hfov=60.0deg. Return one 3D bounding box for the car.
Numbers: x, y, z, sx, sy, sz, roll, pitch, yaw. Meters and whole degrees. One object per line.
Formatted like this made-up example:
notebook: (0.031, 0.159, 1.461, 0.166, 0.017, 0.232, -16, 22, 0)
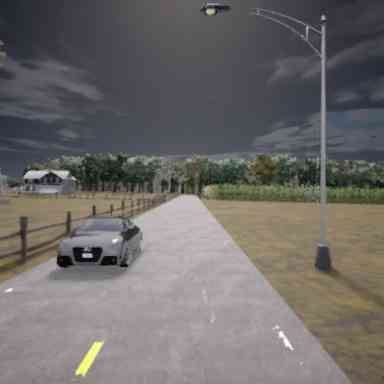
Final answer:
car: (-2.828, 1.523, 11.003, 1.994, 1.385, 4.181, 0, 0, 0)
